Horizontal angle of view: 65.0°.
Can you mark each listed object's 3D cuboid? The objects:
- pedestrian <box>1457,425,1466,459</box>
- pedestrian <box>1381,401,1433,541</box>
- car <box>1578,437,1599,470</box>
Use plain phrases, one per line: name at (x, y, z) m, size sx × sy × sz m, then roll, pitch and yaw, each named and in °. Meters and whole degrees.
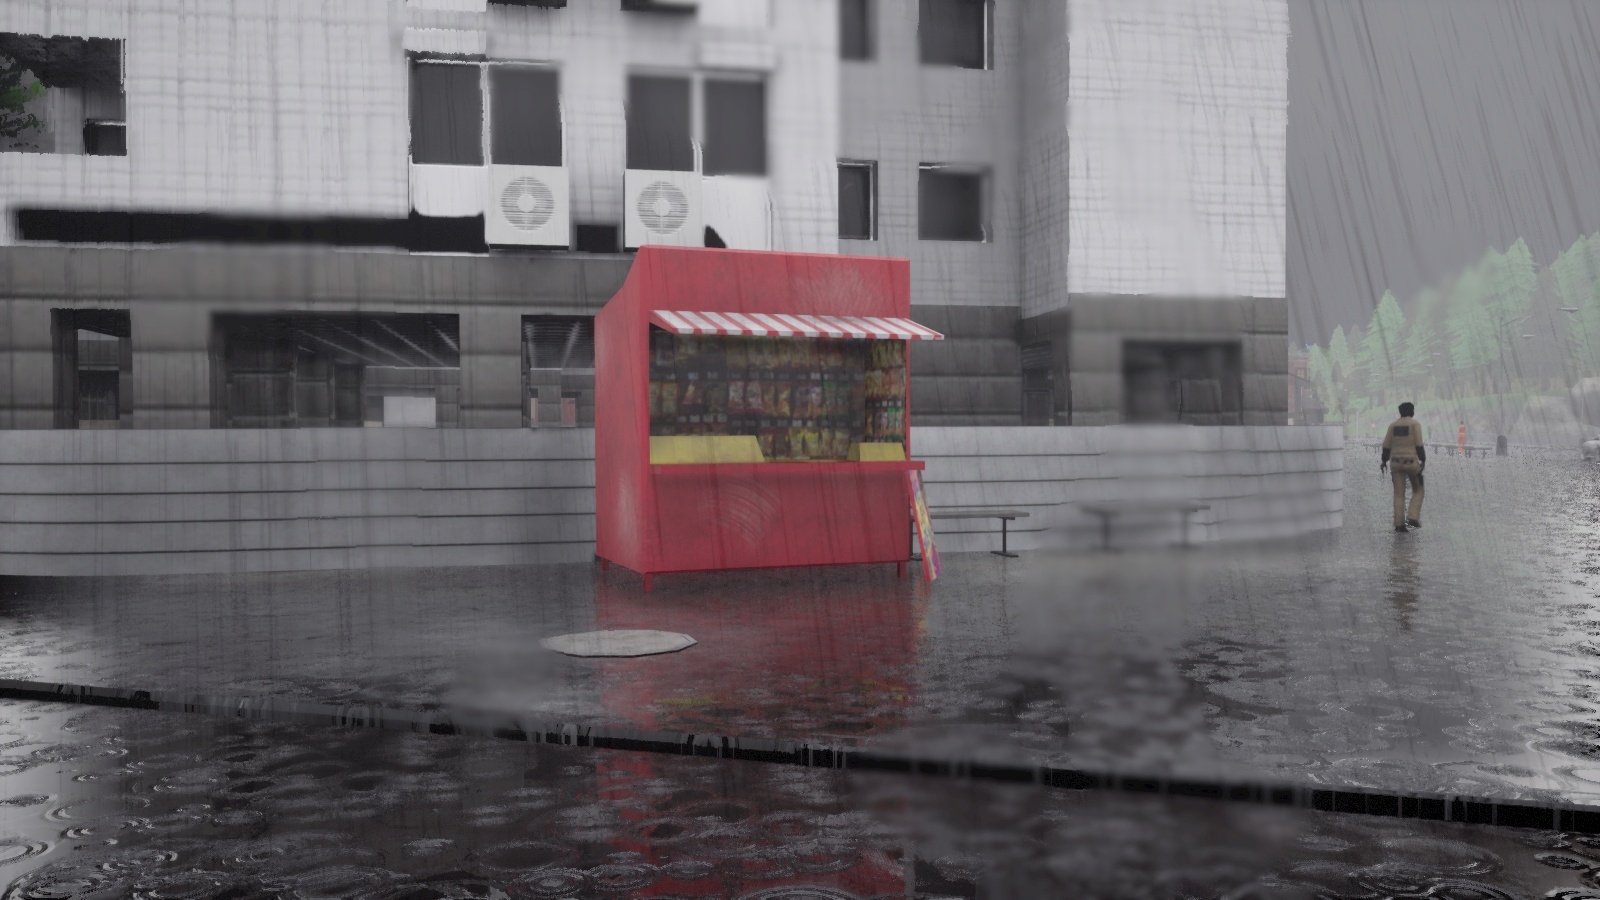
pedestrian at (36.653, -0.440, 69.558) m, size 0.345 × 1.836 × 0.594 m, roll 1°, pitch 1°, yaw 19°
pedestrian at (8.539, 0.286, 17.659) m, size 0.692 × 1.930 × 0.396 m, roll -1°, pitch 1°, yaw -41°
car at (35.917, 0.141, 55.194) m, size 1.994 × 1.385 × 4.181 m, roll 1°, pitch 1°, yaw 18°
